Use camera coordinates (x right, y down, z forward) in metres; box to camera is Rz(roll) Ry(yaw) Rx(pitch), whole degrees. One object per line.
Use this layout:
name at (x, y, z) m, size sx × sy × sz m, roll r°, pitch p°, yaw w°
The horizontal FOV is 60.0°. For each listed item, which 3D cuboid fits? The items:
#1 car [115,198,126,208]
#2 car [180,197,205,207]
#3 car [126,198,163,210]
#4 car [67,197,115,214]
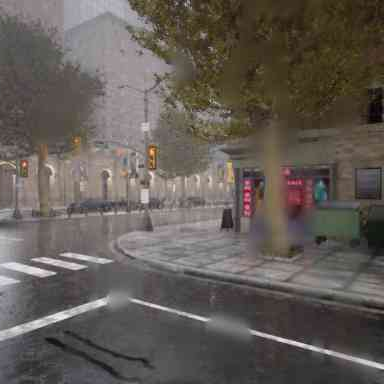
car at (-10.164, 1.595, 47.912) m, size 1.895 × 1.301 × 4.718 m, roll 0°, pitch 0°, yaw 36°
car at (0.140, 1.505, 50.800) m, size 1.837 × 1.490 × 4.892 m, roll 0°, pitch 0°, yaw 36°
car at (-5.680, 1.505, 42.760) m, size 1.837 × 1.490 × 4.892 m, roll 0°, pitch 0°, yaw 36°
car at (-10.970, 1.352, 35.442) m, size 2.097 × 1.767 × 4.553 m, roll 0°, pitch 0°, yaw 36°
